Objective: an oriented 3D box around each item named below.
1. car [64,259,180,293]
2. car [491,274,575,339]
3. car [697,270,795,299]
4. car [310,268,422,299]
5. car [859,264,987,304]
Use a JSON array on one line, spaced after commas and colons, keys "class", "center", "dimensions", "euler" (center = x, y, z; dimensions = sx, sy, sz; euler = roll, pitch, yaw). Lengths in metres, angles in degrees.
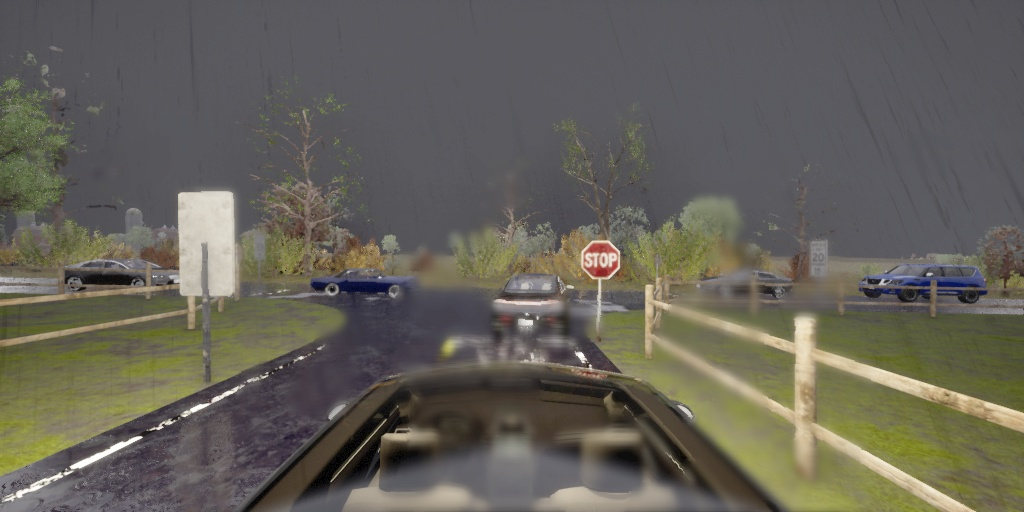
[{"class": "car", "center": [-18.486, 0.885, 17.194], "dimensions": [4.902, 1.511, 2.128], "euler": [1, 1, 0]}, {"class": "car", "center": [0.708, 1.240, 10.141], "dimensions": [2.128, 1.511, 4.902], "euler": [0, 0, 9]}, {"class": "car", "center": [13.008, 1.525, 20.096], "dimensions": [4.902, 1.511, 2.128], "euler": [1, 1, 0]}, {"class": "car", "center": [-6.818, 1.248, 17.174], "dimensions": [4.718, 1.301, 1.895], "euler": [1, 1, 0]}, {"class": "car", "center": [22.904, 1.466, 20.082], "dimensions": [5.566, 2.045, 2.150], "euler": [1, 1, 0]}]
